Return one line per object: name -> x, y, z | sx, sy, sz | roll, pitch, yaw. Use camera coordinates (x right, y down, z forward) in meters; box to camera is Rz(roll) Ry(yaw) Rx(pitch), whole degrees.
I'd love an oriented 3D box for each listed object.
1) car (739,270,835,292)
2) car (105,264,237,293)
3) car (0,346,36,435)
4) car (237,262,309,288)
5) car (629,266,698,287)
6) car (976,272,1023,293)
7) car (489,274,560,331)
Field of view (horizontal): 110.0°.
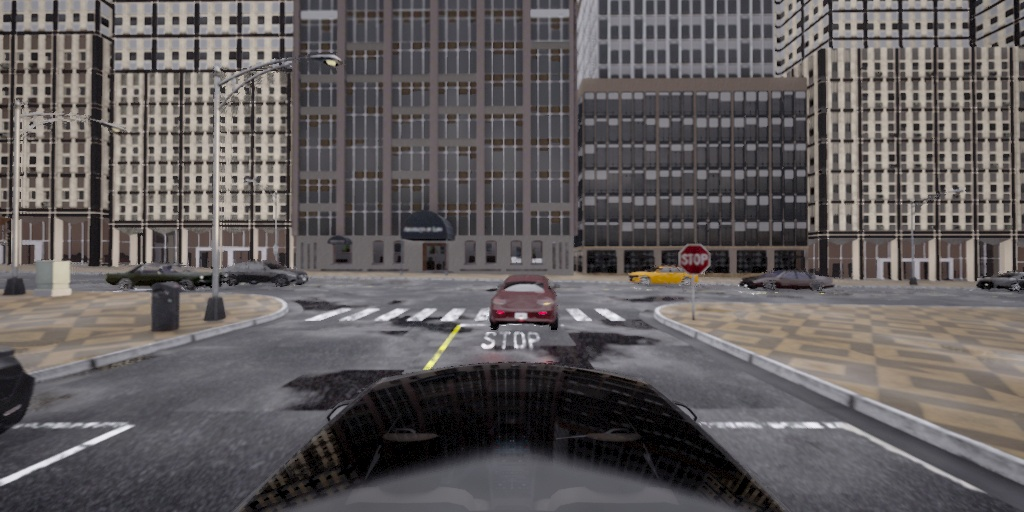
car -> 18.386, 1.651, 24.068 | 5.357, 1.411, 2.033 | 1, -1, 1
car -> -16.883, 1.063, 17.787 | 4.718, 1.301, 1.895 | 1, -1, 1
car -> -5.817, 1.300, 1.831 | 2.007, 1.370, 4.403 | 0, 0, 0
car -> -14.466, 1.061, 20.998 | 4.674, 1.442, 1.812 | 1, -1, 1
car -> 11.507, 1.504, 27.399 | 5.008, 1.535, 1.882 | 1, -1, 1
car -> 38.299, 1.965, 27.063 | 4.892, 1.490, 1.837 | 1, -1, 1
car -> 0.477, 1.281, 10.935 | 1.812, 1.442, 4.674 | 0, 0, 6
